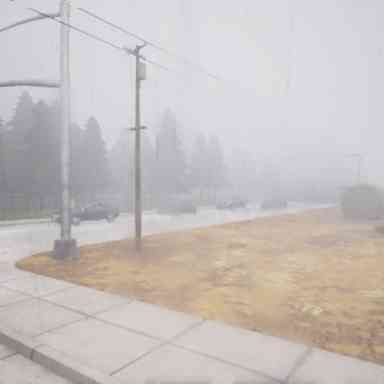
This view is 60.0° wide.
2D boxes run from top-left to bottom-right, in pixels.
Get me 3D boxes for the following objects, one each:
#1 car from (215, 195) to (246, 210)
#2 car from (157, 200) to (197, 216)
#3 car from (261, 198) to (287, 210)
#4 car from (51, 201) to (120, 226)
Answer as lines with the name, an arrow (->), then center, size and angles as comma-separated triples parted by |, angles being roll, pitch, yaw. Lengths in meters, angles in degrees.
car -> 4.600, 1.162, 39.133 | 2.097, 1.767, 4.553 | 0, 0, 35
car -> -1.348, 1.435, 31.082 | 1.994, 1.385, 4.181 | 0, 0, 37
car -> 9.898, 1.351, 40.045 | 1.994, 1.385, 4.181 | 0, 0, 37
car -> -7.271, 1.424, 23.095 | 2.128, 1.511, 4.902 | 0, 0, 37
